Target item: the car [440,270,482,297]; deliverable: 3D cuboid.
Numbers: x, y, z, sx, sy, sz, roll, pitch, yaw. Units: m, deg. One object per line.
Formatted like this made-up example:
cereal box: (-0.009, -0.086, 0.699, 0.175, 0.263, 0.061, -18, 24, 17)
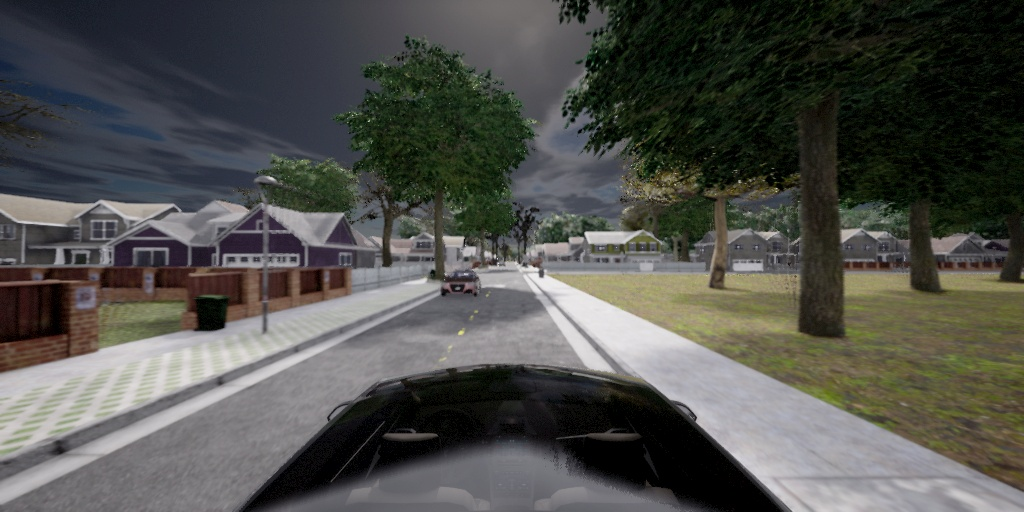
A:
car: (-2.844, 1.529, 20.712, 1.994, 1.385, 4.181, 0, -1, 0)
